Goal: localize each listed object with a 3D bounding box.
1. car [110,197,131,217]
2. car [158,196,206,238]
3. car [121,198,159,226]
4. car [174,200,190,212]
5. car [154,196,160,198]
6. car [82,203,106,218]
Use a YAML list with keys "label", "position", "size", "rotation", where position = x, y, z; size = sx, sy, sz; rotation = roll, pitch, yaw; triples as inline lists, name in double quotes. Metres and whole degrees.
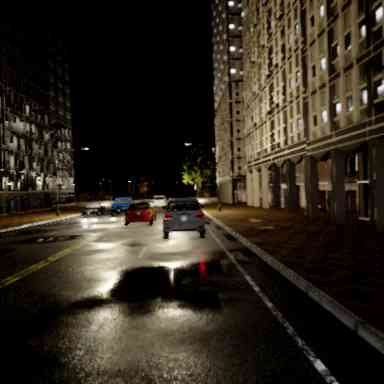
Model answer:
- label: "car"
  position: [-7.847, 1.649, 38.026]
  size: [2.150, 2.045, 5.566]
  rotation: [-2, 0, -2]
- label: "car"
  position: [-0.466, 1.331, 18.593]
  size: [2.150, 2.045, 5.566]
  rotation: [-2, 0, -2]
- label: "car"
  position: [-3.976, 1.605, 26.309]
  size: [2.097, 1.767, 4.553]
  rotation: [-2, 0, -2]
- label: "car"
  position: [-1.339, 1.810, 43.380]
  size: [1.994, 1.385, 4.181]
  rotation: [-2, 0, -2]
- label: "car"
  position: [-4.881, 1.611, 51.163]
  size: [2.150, 2.045, 5.566]
  rotation: [-2, 0, -2]
- label: "car"
  position: [-11.080, 2.020, 37.855]
  size: [2.128, 1.511, 4.902]
  rotation: [-2, 0, -2]
